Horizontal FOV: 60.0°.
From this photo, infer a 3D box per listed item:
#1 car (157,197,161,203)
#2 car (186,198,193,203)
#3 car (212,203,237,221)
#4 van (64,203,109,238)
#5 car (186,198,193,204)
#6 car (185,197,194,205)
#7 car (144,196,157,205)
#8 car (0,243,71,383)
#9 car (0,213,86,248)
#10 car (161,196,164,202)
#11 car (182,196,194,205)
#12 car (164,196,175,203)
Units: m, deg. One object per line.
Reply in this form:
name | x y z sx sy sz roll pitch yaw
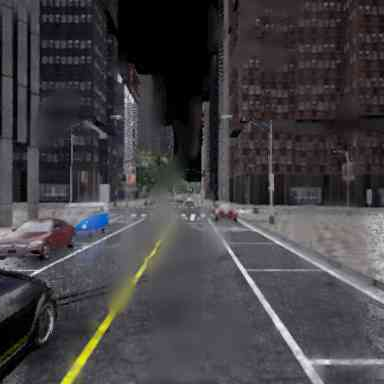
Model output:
car | -9.085 1.936 75.847 2.192 1.841 5.009 0 -1 0
car | -0.644 2.334 92.159 1.887 1.381 4.507 0 -1 0
car | 2.789 1.666 29.066 1.967 1.590 4.097 0 0 0
van | -5.747 1.481 18.192 1.690 1.788 3.998 0 0 0
car | -0.587 2.258 81.310 1.802 1.307 4.206 0 -1 0
car | -0.559 2.061 75.887 1.967 1.590 4.097 0 -1 0
car | -9.055 2.131 70.419 1.947 1.339 4.313 0 -1 0
car | -3.097 1.589 3.538 1.994 1.385 4.181 0 0 0
car | -5.752 1.678 12.748 1.802 1.307 4.206 0 0 0
car | -9.140 2.256 86.526 1.752 1.417 4.829 0 -1 0
car | -0.531 2.005 70.462 1.967 1.590 4.097 0 -1 0
car | -6.399 2.256 91.184 1.882 1.535 5.008 0 -1 0
